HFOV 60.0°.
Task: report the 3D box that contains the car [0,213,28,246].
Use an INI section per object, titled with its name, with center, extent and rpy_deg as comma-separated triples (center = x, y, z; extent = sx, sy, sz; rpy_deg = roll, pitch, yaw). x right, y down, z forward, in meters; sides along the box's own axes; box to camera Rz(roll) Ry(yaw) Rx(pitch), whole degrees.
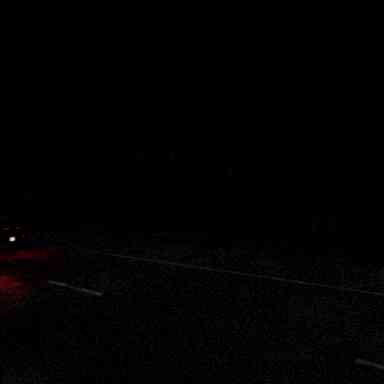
[car]
center = -9.246, 1.673, 14.917
extent = 4.892, 1.490, 1.837
rpy_deg = -1, 0, 36
